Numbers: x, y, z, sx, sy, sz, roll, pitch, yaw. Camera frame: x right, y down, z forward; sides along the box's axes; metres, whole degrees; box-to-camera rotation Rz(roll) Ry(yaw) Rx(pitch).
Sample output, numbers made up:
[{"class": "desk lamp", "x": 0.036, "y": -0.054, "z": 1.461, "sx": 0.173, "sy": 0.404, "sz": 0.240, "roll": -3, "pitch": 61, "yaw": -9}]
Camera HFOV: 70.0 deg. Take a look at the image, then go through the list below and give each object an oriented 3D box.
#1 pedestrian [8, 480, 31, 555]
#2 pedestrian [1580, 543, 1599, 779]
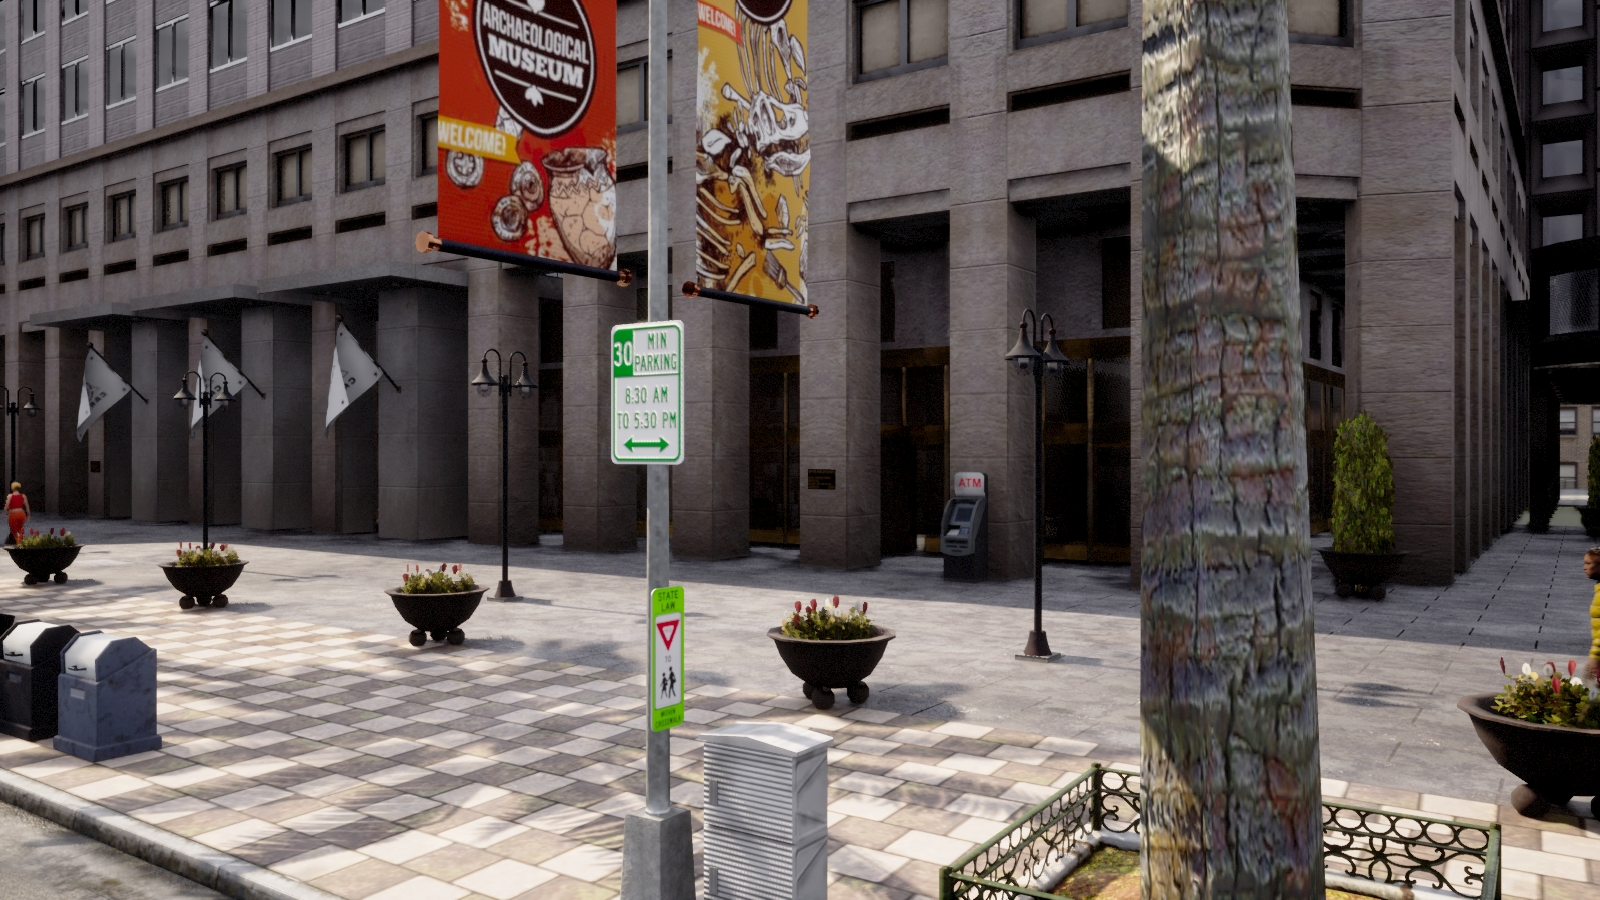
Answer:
[{"class": "pedestrian", "x": -19.679, "y": 1.704, "z": 28.809, "sx": 0.375, "sy": 1.860, "sz": 0.375, "roll": 0, "pitch": 0, "yaw": 37}, {"class": "pedestrian", "x": 6.548, "y": 1.701, "z": 9.253, "sx": 0.375, "sy": 1.860, "sz": 0.375, "roll": 0, "pitch": 0, "yaw": 35}]
